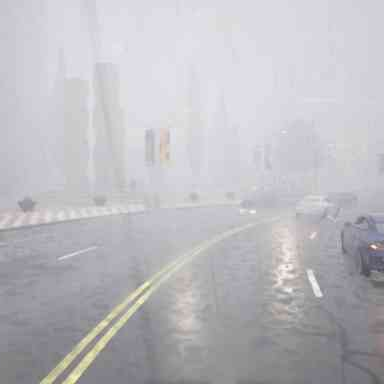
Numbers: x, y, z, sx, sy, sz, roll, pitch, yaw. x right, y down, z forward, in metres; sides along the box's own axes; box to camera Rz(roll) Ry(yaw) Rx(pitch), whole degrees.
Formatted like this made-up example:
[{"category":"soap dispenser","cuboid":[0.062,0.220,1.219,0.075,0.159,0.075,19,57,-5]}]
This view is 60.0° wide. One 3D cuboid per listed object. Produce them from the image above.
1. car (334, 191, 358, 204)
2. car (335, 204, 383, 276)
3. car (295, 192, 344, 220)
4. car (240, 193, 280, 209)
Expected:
[{"category":"car","cuboid":[14.211,0.692,32.486,4.892,1.490,1.837,-1,1,-34]},{"category":"car","cuboid":[5.314,1.300,9.109,1.812,1.442,4.674,0,2,16]},{"category":"car","cuboid":[8.390,0.966,22.152,1.812,1.442,4.674,1,2,38]},{"category":"car","cuboid":[6.225,0.783,30.216,4.181,1.385,1.994,-1,2,-44]}]
